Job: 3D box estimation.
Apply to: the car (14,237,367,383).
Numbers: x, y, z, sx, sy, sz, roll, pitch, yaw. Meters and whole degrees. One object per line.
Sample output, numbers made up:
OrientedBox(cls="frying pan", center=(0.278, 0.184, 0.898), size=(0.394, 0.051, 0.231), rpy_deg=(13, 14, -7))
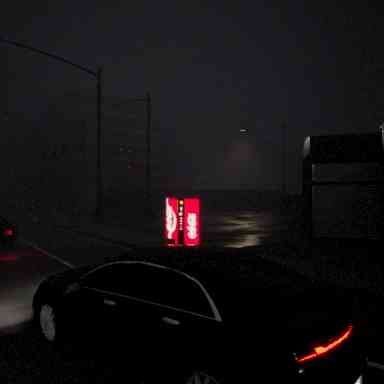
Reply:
OrientedBox(cls="car", center=(-0.369, 1.502, 4.550), size=(4.892, 1.490, 1.837), rpy_deg=(-1, 0, 40))

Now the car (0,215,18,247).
OrientedBox(cls="car", center=(-8.926, 1.601, 14.198), size=(1.895, 1.301, 4.718), rpy_deg=(0, 0, -38))

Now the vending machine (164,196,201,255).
OrientedBox(cls="vending machine", center=(-0.354, 1.195, 12.567), size=(1.100, 2.100, 0.880), rpy_deg=(0, 0, -40))
